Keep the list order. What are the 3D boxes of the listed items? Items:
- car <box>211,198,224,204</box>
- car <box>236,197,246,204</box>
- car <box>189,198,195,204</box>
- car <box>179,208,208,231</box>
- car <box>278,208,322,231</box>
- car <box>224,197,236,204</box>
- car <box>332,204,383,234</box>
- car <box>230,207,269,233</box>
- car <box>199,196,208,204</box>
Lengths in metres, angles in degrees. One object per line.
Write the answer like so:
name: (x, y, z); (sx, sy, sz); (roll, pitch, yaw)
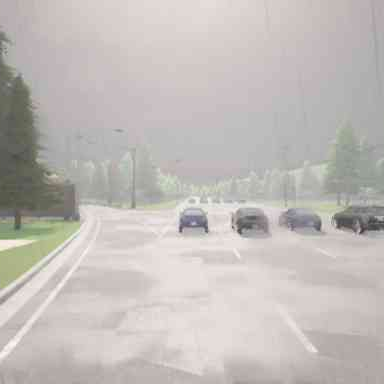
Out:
car: (7.003, 2.551, 93.799); (2.128, 1.511, 4.902); (0, -1, 0)
car: (14.003, 2.503, 93.800); (1.882, 1.535, 5.008); (0, -1, 0)
car: (0.003, 2.551, 93.800); (2.128, 1.511, 4.902); (0, -1, 0)
car: (0.101, 1.771, 22.204); (1.812, 1.442, 4.674); (0, -1, 0)
car: (7.100, 1.770, 22.173); (1.812, 1.442, 4.674); (0, -1, 0)
car: (10.503, 2.525, 93.800); (1.837, 1.490, 4.892); (0, -1, 0)
car: (10.600, 1.582, 20.835); (2.097, 1.767, 4.553); (0, -1, 0)
car: (3.600, 1.739, 21.210); (1.837, 1.490, 4.892); (0, -1, 0)
car: (3.503, 2.578, 93.799); (1.994, 1.385, 4.181); (0, -1, 0)
